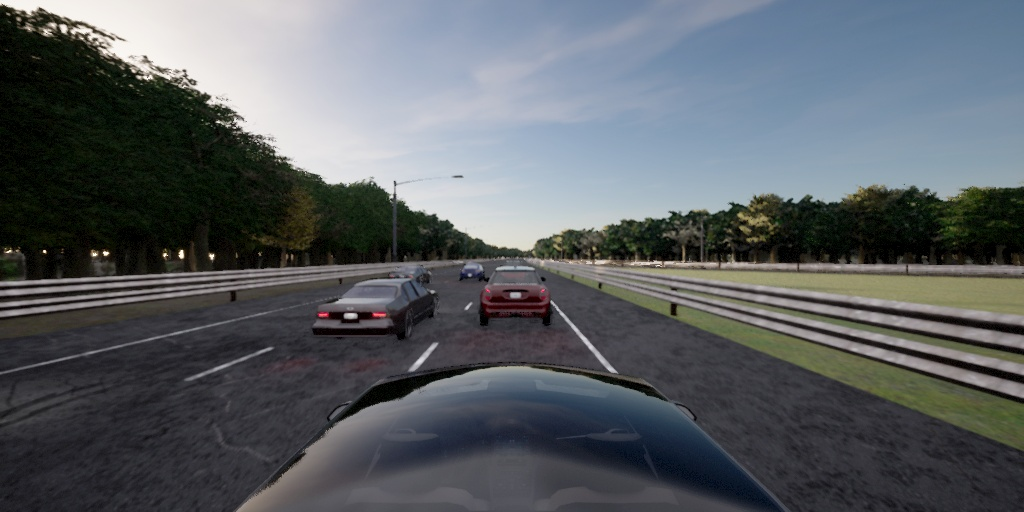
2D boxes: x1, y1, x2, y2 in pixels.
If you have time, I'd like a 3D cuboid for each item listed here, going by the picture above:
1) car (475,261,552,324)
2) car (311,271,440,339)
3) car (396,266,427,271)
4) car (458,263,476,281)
[{"bbox_3d":[0.099,1.128,12.190,2.097,1.767,4.553,0,0,0],"label":"car"},{"bbox_3d":[-3.402,1.319,10.074,2.033,1.411,5.357,0,0,0],"label":"car"},{"bbox_3d":[-6.904,1.362,24.797,2.033,1.411,5.357,0,0,0],"label":"car"},{"bbox_3d":[-3.403,1.363,31.254,1.812,1.442,4.674,0,0,0],"label":"car"}]
